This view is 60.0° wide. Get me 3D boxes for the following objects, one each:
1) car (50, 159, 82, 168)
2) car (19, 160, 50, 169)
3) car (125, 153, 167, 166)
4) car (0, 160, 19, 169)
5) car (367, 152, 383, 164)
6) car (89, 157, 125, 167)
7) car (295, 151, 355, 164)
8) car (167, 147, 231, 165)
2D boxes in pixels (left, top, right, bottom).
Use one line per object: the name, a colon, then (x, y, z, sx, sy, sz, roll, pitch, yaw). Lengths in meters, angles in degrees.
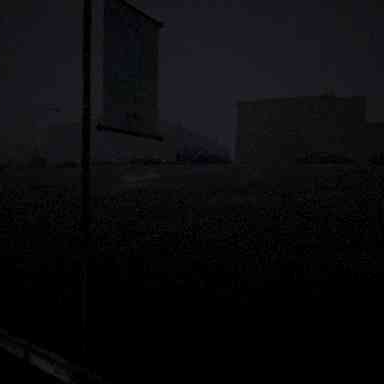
car: (-14.107, -3.180, 39.359, 4.674, 1.452, 2.002, 1, 0, 28)
car: (-18.975, -3.252, 41.961, 4.792, 1.488, 2.163, 1, 0, 29)
car: (-4.189, -3.200, 34.469, 4.553, 1.767, 2.185, 1, 1, 26)
car: (-23.972, -3.471, 44.757, 4.553, 1.767, 2.185, 1, 0, 31)
car: (16.279, -2.487, 25.920, 4.674, 1.452, 2.002, 2, 1, 21)
car: (-9.272, -3.157, 36.906, 4.892, 1.521, 2.231, 1, 0, 27)
car: (11.105, -2.657, 27.900, 4.674, 1.452, 2.002, 2, 1, 22)
car: (0.915, -3.221, 32.136, 5.566, 2.045, 2.435, 1, 1, 25)
